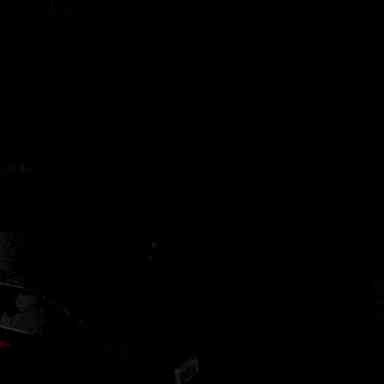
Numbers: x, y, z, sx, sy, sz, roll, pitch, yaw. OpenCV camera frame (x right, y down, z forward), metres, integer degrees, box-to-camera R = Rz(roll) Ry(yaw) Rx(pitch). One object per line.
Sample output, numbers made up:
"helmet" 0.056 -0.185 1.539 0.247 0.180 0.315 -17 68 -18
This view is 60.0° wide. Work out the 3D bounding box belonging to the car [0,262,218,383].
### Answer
"car" -1.727 1.566 4.052 4.313 1.339 1.947 0 0 36
